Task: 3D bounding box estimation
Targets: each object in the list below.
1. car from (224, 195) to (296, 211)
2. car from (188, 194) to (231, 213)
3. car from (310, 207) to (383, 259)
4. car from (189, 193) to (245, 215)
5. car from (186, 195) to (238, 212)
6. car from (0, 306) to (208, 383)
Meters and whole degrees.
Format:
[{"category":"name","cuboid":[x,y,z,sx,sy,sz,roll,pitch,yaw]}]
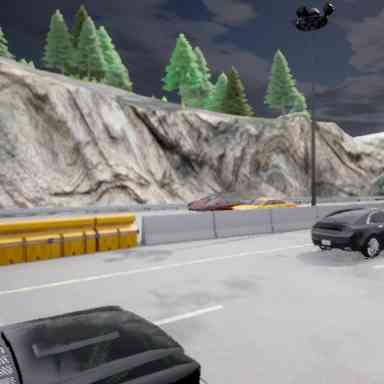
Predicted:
[{"category":"car","cuboid":[5.018,1.168,23.244,5.008,1.535,1.882,-1,1,-28]},{"category":"car","cuboid":[2.097,1.185,25.628,5.008,1.535,1.882,-1,1,-29]},{"category":"car","cuboid":[6.295,1.297,11.696,4.892,1.490,1.837,-1,1,-31]},{"category":"car","cuboid":[2.282,1.015,29.689,4.553,1.767,2.097,-1,1,-28]},{"category":"car","cuboid":[2.055,1.104,33.544,5.008,1.535,1.882,-1,1,-28]},{"category":"car","cuboid":[-2.178,1.611,2.148,4.718,1.301,1.895,-1,1,-35]}]
